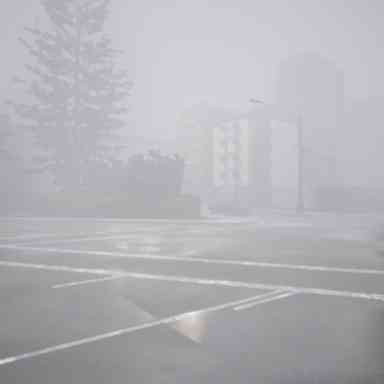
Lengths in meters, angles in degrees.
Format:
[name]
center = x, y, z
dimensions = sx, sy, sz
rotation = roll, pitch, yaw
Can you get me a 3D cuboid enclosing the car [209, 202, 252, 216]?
[car]
center = 3.798, 1.648, 33.536
dimensions = 1.895, 1.301, 4.718
rotation = 0, 0, -35
